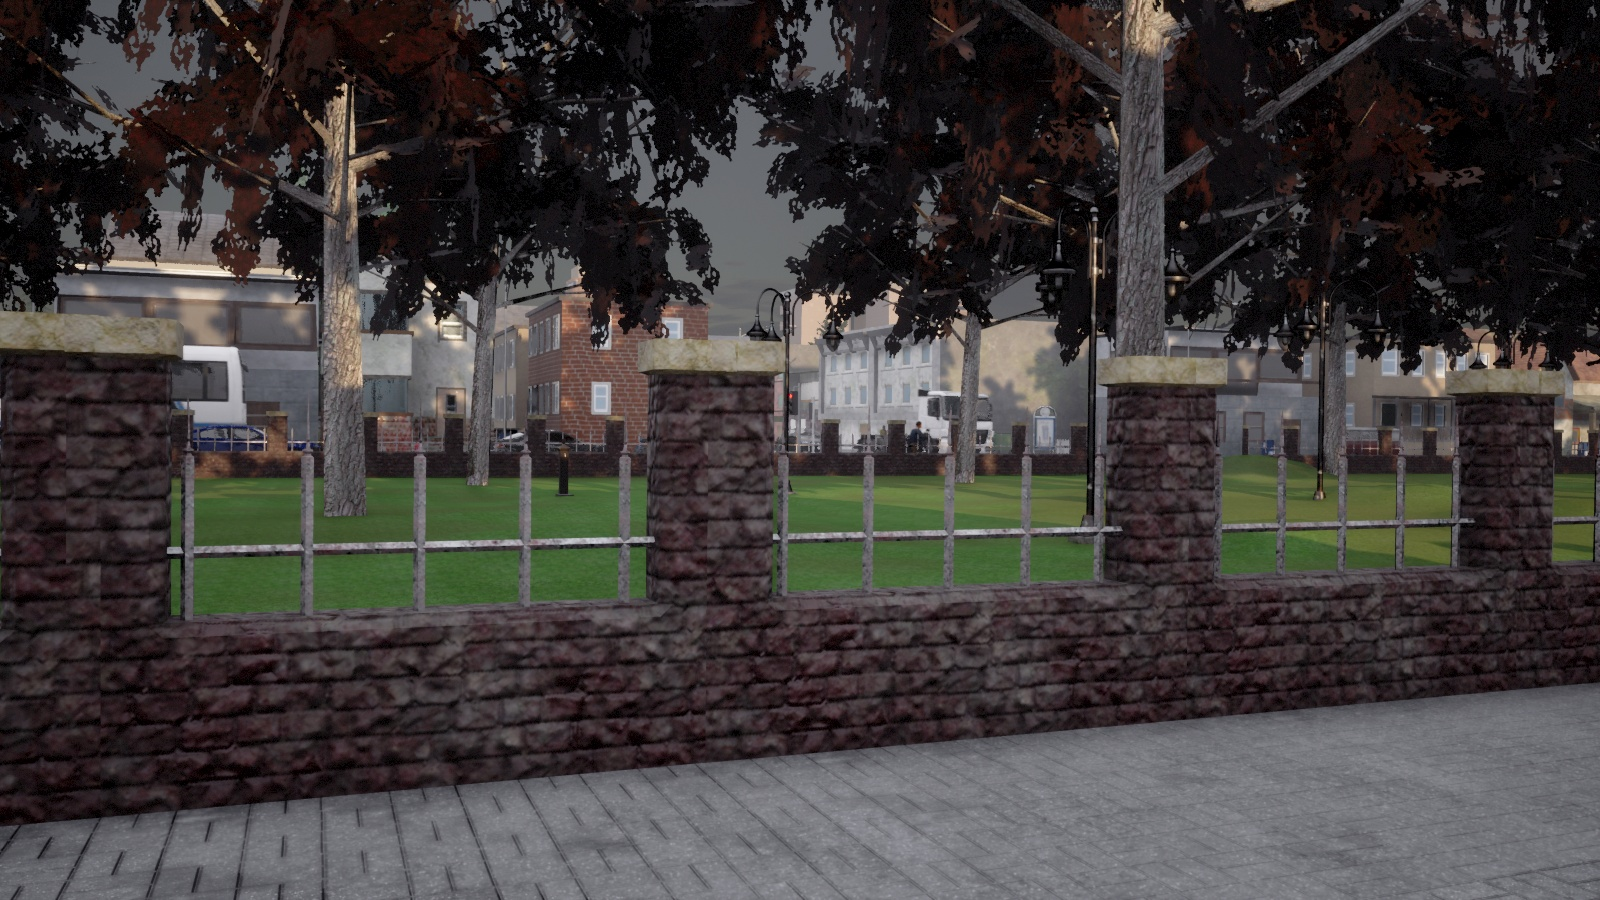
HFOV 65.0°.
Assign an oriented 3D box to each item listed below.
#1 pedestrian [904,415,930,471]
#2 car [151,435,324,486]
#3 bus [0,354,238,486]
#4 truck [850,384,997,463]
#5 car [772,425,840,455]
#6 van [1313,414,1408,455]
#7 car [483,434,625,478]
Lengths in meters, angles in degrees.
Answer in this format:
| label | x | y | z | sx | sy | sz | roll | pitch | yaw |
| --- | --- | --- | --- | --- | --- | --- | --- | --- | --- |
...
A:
| label | x | y | z | sx | sy | sz | roll | pitch | yaw |
| --- | --- | --- | --- | --- | --- | --- | --- | --- | --- |
| pedestrian | 4.091 | -0.251 | 43.922 | 0.788 | 1.949 | 0.423 | -1 | 1 | -21 |
| car | -18.238 | 0.307 | 40.900 | 5.008 | 1.535 | 1.882 | -1 | 1 | -24 |
| bus | -24.896 | -1.004 | 42.712 | 10.273 | 4.253 | 3.944 | -1 | 1 | -21 |
| truck | 5.716 | -1.216 | 59.647 | 2.891 | 3.462 | 7.936 | -1 | 1 | -29 |
| car | 0.285 | -0.592 | 71.635 | 2.152 | 1.651 | 5.027 | -1 | 1 | -21 |
| van | 28.271 | -0.785 | 63.343 | 4.442 | 1.987 | 1.775 | -1 | 1 | -21 |
| car | -8.734 | 0.192 | 44.624 | 4.674 | 1.442 | 1.812 | -1 | 1 | -24 |
